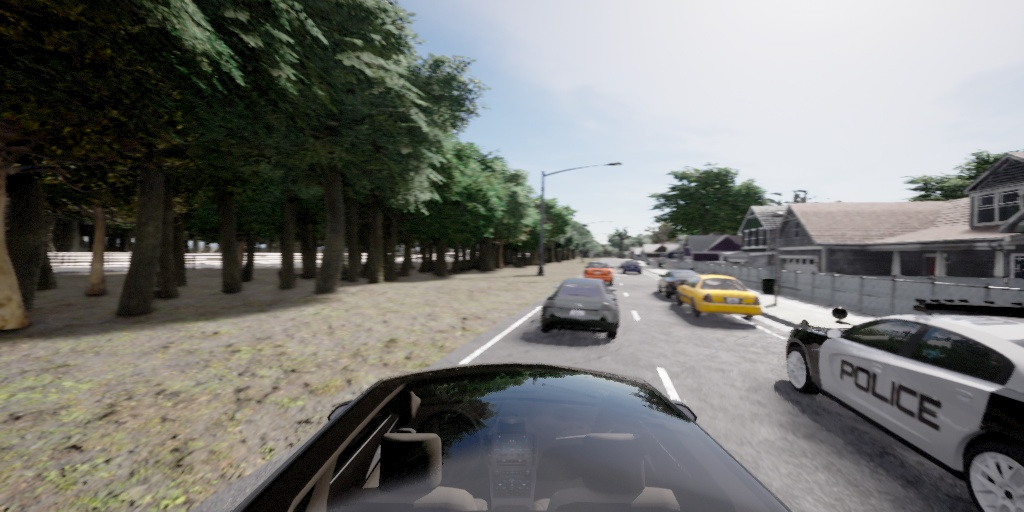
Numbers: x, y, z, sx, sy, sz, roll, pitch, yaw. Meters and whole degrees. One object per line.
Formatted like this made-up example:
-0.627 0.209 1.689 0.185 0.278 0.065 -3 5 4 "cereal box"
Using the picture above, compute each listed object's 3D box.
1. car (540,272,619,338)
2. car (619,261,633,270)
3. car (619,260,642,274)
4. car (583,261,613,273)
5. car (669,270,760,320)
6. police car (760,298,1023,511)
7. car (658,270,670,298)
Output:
2.102 1.352 10.601 1.994 1.385 4.181 1 0 15 "car"
18.095 1.483 57.018 1.895 1.301 4.718 1 0 15 "car"
14.726 1.256 44.188 2.097 1.767 4.553 1 0 15 "car"
6.527 1.184 27.052 2.097 1.767 4.553 1 0 15 "car"
7.513 1.362 13.582 1.801 1.575 5.366 1 0 15 "car"
4.899 1.289 3.849 1.930 1.638 5.238 1 0 15 "police car"
9.019 1.449 19.193 1.812 1.442 4.674 1 0 15 "car"
